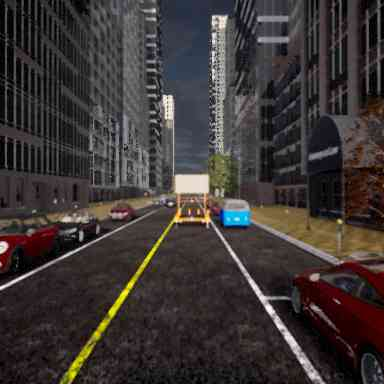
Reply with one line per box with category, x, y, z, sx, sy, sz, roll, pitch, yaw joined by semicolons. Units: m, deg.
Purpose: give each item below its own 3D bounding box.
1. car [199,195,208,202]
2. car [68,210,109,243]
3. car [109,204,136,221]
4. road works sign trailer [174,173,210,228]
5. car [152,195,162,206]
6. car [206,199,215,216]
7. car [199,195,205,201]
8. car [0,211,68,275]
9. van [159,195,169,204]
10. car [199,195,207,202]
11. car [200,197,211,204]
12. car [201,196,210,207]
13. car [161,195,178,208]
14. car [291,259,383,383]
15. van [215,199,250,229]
car;2.701;1.562;78.631;1.967;1.590;4.097;0;0;0
car;-5.689;1.585;16.018;2.008;1.369;4.403;0;0;0
car;-5.688;1.637;27.403;1.802;1.307;4.206;0;0;0
road works sign trailer;0.003;0.511;22.728;2.380;3.560;2.880;0;0;0
car;-5.683;1.657;55.866;2.008;1.369;4.403;0;0;0
car;2.694;1.648;33.091;1.802;1.307;4.206;0;0;0
car;2.699;1.664;61.553;2.008;1.369;4.403;0;0;0
car;-5.690;1.464;10.326;1.967;1.590;4.097;0;0;0
van;-5.681;1.459;67.251;1.690;1.788;3.998;0;0;0
car;2.702;1.563;84.323;1.967;1.590;4.097;0;0;0
car;2.699;1.668;67.246;2.008;1.369;4.403;0;0;0
car;2.697;1.679;50.169;1.802;1.307;4.206;0;0;0
car;-3.073;1.588;50.612;2.128;1.511;4.902;0;0;0
car;2.690;1.594;4.630;1.802;1.307;4.206;0;0;0
van;2.693;1.386;21.707;1.690;1.788;3.998;0;0;0
